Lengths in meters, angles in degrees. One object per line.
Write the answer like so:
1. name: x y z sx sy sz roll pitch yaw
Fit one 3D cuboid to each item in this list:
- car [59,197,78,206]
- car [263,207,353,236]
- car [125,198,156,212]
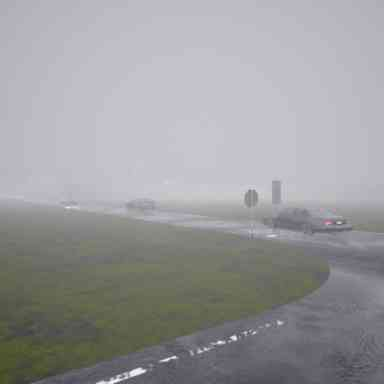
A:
1. car: -18.594 1.396 50.091 1.994 1.385 4.181 0 0 -35
2. car: 6.106 1.518 18.260 2.033 1.411 5.357 0 0 -23
3. car: -5.802 1.394 36.724 2.128 1.511 4.902 0 0 -35
